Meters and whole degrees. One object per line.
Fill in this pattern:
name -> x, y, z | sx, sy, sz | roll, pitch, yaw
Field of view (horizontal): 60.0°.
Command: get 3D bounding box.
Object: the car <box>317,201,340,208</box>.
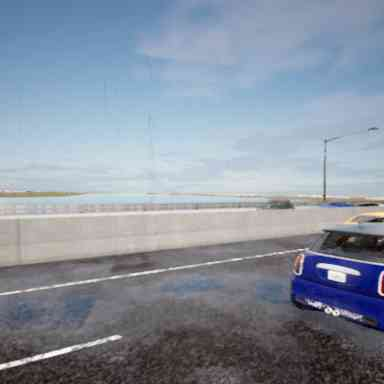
car -> 15.650, 1.744, 36.333 | 5.008, 1.535, 1.882 | 1, 0, -35

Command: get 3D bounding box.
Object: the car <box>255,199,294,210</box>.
car -> 8.944, 1.575, 35.937 | 4.553, 1.767, 2.097 | 1, 0, -35

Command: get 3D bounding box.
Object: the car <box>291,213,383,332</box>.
car -> 4.090, 1.408, 6.636 | 4.553, 1.767, 2.097 | 1, 0, -35

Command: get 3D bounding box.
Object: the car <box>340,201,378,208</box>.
car -> 17.158, 1.787, 33.122 | 4.674, 1.442, 1.812 | 1, 0, -35

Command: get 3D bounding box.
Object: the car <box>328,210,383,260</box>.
car -> 7.866, 1.590, 13.583 | 5.008, 1.535, 1.882 | 1, 0, -35
